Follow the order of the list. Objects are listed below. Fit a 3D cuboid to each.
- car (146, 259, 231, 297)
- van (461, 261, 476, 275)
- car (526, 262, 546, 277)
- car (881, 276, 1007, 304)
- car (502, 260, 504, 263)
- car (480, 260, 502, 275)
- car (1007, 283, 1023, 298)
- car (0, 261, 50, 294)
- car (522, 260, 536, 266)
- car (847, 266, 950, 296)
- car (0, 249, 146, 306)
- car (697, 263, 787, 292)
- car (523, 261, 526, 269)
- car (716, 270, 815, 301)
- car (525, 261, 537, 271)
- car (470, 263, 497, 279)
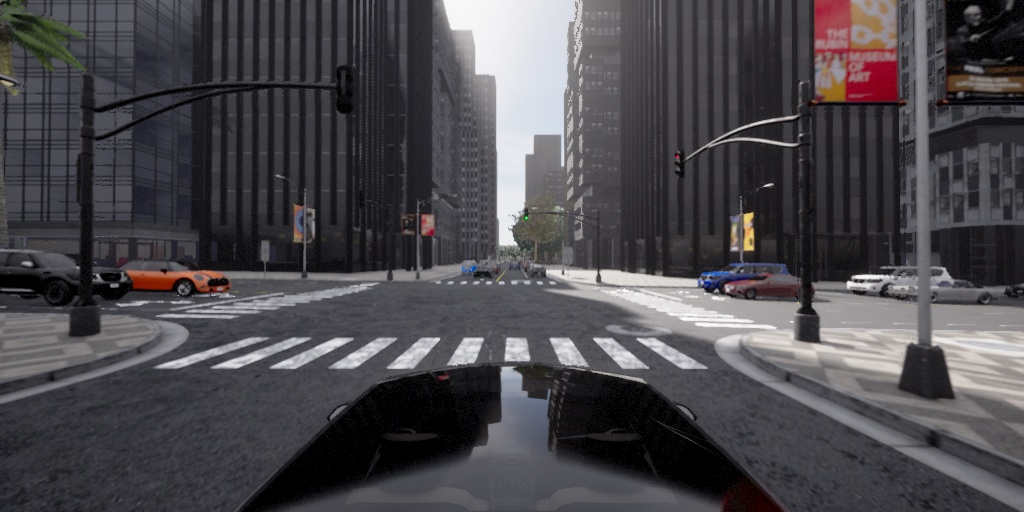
[{"bbox_3d":[-16.425,0.981,17.427,4.553,1.767,2.097,1,-1,-1],"label":"car"},{"bbox_3d":[-5.529,1.516,46.387,1.690,1.789,3.998,0,0,1],"label":"van"},{"bbox_3d":[2.947,1.672,40.801,2.007,1.370,4.403,0,0,1],"label":"car"},{"bbox_3d":[24.804,2.018,20.714,4.718,1.301,1.895,1,-1,0],"label":"car"},{"bbox_3d":[-2.740,1.798,58.549,1.837,1.490,4.892,0,-1,1],"label":"car"},{"bbox_3d":[-2.837,1.546,48.302,2.097,1.767,4.553,0,-1,1],"label":"car"},{"bbox_3d":[35.904,2.228,23.917,4.181,1.385,1.994,1,-1,0],"label":"car"},{"bbox_3d":[-25.962,0.987,17.418,4.674,1.442,1.812,1,-1,0],"label":"car"},{"bbox_3d":[3.095,1.596,57.338,2.192,1.841,5.009,0,0,1],"label":"car"},{"bbox_3d":[25.863,1.695,23.963,5.566,2.045,2.150,1,-1,0],"label":"car"},{"bbox_3d":[-18.508,0.777,14.129,5.566,2.045,2.150,1,-1,-2],"label":"car"},{"bbox_3d":[15.506,1.501,23.992,5.566,2.045,2.150,1,-1,0],"label":"car"},{"bbox_3d":[3.045,1.778,51.826,2.007,1.370,4.403,0,0,1],"label":"car"},{"bbox_3d":[14.823,1.756,20.748,4.674,1.442,1.812,1,-1,0],"label":"car"},{"bbox_3d":[2.998,1.700,46.483,1.751,1.417,4.829,0,0,1],"label":"car"},{"bbox_3d":[-2.933,1.695,38.017,1.895,1.301,4.718,0,-1,1],"label":"car"}]
